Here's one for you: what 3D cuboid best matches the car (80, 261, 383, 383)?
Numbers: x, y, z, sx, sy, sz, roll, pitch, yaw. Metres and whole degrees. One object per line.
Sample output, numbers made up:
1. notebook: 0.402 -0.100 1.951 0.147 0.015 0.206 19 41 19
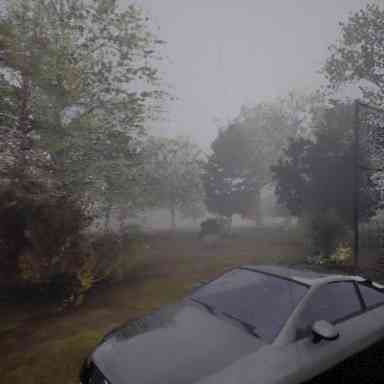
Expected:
1. car: 0.951 1.569 3.766 4.181 1.385 1.994 0 0 -36
